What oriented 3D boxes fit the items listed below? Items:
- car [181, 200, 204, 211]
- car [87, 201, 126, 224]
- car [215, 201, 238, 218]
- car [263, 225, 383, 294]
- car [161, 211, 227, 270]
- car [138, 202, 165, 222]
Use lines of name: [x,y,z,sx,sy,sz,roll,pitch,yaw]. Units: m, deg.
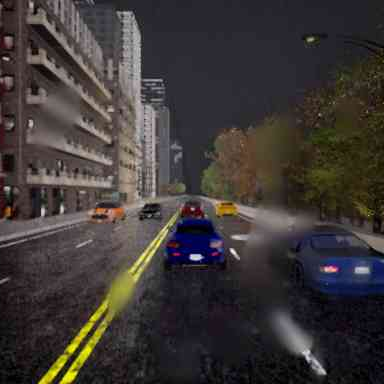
car: [0.066,1.541,31.036,2.097,1.767,4.553,0,0,0]
car: [-6.626,1.511,26.083,2.097,1.767,4.553,0,0,0]
car: [3.313,1.678,32.864,1.882,1.535,5.008,0,0,0]
car: [3.340,1.602,9.048,2.033,1.411,5.357,0,0,0]
car: [0.095,1.594,11.210,1.812,1.442,4.674,0,0,0]
car: [-3.377,1.679,28.574,1.837,1.490,4.892,0,0,0]
